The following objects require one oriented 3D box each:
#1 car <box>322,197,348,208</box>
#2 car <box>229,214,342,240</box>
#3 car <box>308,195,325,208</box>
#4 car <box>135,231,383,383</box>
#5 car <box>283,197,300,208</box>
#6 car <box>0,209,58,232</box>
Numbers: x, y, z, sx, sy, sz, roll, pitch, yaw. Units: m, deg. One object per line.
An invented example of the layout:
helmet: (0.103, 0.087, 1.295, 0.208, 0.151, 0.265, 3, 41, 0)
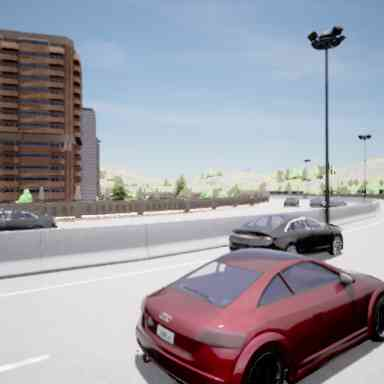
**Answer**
car: (16.519, 1.555, 37.813, 1.994, 1.385, 4.181, 0, 0, 32)
car: (3.325, 1.496, 11.219, 4.902, 1.511, 2.128, 0, 0, -41)
car: (18.062, 1.525, 47.827, 1.812, 1.442, 4.674, 0, 0, 26)
car: (1.280, 1.567, 4.986, 4.181, 1.385, 1.994, 0, 0, -38)
car: (14.737, 1.521, 48.994, 1.837, 1.490, 4.892, 0, -1, 26)
car: (-8.742, 1.548, 15.134, 4.902, 1.511, 2.128, 0, 0, -38)
